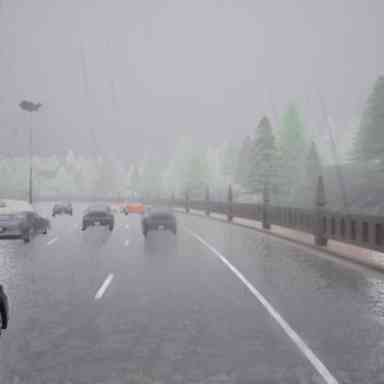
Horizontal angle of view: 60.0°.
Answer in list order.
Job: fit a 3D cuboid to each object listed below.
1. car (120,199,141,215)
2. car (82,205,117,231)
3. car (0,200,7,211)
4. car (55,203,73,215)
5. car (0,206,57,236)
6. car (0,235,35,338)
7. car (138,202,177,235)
[{"bbox_3d":[-6.445,1.506,35.698,2.097,1.767,4.553,0,0,-19],"label":"car"},{"bbox_3d":[-6.069,1.607,21.833,1.837,1.490,4.892,0,0,-12],"label":"car"},{"bbox_3d":[-26.549,1.797,45.942,1.812,1.442,4.674,0,0,-29],"label":"car"},{"bbox_3d":[-13.695,1.782,35.347,1.895,1.301,4.718,0,0,-20],"label":"car"},{"bbox_3d":[-8.518,1.641,16.450,2.033,1.411,5.357,0,0,-10],"label":"car"},{"bbox_3d":[-3.631,1.518,3.106,2.128,1.511,4.902,0,0,-2],"label":"car"},{"bbox_3d":[-2.020,1.583,19.512,1.837,1.490,4.892,0,0,-10],"label":"car"}]
